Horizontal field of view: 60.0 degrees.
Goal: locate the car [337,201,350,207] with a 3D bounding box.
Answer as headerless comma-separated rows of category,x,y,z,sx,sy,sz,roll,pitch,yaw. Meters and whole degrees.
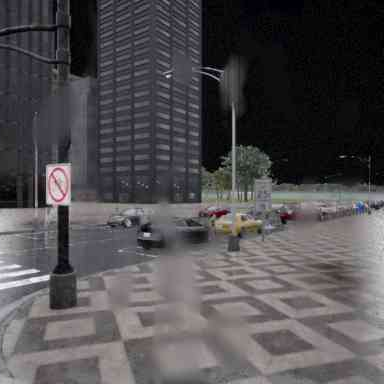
car,38.346,3.038,84.179,2.008,1.369,4.403,-1,-1,35

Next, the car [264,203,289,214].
car,12.134,2.306,47.418,2.008,1.369,4.403,-1,-2,35

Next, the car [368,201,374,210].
car,28.903,2.592,56.251,2.008,1.369,4.403,-1,-2,35

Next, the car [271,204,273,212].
car,8.858,2.210,42.824,2.008,1.369,4.403,-1,-2,35

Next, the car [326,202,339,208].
car,31.794,2.892,74.989,1.802,1.307,4.206,-1,-2,35

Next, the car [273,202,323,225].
car,9.242,1.792,28.685,2.192,1.841,5.009,-1,-2,35

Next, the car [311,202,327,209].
car,25.240,2.673,65.799,1.887,1.381,4.507,-1,-2,35

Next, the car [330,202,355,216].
car,19.072,2.304,42.465,1.887,1.381,4.507,-1,-2,35

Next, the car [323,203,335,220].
car,12.519,2.114,33.274,1.887,1.381,4.507,-1,-2,35

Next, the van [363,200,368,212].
van,25.625,2.290,51.660,1.690,1.788,3.998,-1,-2,35

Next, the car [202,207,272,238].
car,2.789,1.824,19.627,1.752,1.417,4.829,-1,-2,35

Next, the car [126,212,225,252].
car,-0.585,1.775,14.893,1.947,1.339,4.313,-1,-2,35

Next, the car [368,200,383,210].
car,35.455,2.540,65.447,2.192,1.841,5.009,-1,-2,35

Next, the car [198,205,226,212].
car,2.307,2.016,33.634,1.887,1.381,4.507,-1,-2,35

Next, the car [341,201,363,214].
car,22.349,2.295,47.063,1.967,1.590,4.097,-1,-2,35

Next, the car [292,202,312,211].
car,18.687,2.494,56.609,2.008,1.369,4.403,-1,-2,35

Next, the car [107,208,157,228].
car,-4.245,1.842,24.443,2.008,1.369,4.403,-1,-1,35

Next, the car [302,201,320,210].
car,21.963,2.477,61.206,1.967,1.590,4.097,-1,-2,35

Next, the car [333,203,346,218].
car,15.800,2.246,37.874,1.802,1.307,4.206,-1,-2,36
